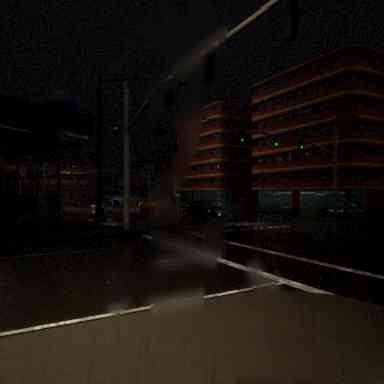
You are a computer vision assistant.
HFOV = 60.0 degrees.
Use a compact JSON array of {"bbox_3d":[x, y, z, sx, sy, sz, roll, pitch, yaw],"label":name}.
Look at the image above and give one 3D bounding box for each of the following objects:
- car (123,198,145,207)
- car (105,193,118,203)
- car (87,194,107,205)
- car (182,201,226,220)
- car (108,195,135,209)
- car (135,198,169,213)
[{"bbox_3d":[-9.275,1.601,52.646,1.895,1.301,4.718,0,0,-30],"label":"car"},{"bbox_3d":[-15.059,1.351,62.477,2.097,1.767,4.553,0,0,-30],"label":"car"},{"bbox_3d":[-17.202,1.508,59.006,1.837,1.490,4.892,0,0,-30],"label":"car"},{"bbox_3d":[0.897,1.491,28.056,2.128,1.511,4.902,0,0,-30],"label":"car"},{"bbox_3d":[-9.483,1.491,45.717,2.128,1.511,4.902,0,0,-30],"label":"car"},{"bbox_3d":[-4.231,1.478,36.778,1.882,1.535,5.008,0,0,-30],"label":"car"}]
